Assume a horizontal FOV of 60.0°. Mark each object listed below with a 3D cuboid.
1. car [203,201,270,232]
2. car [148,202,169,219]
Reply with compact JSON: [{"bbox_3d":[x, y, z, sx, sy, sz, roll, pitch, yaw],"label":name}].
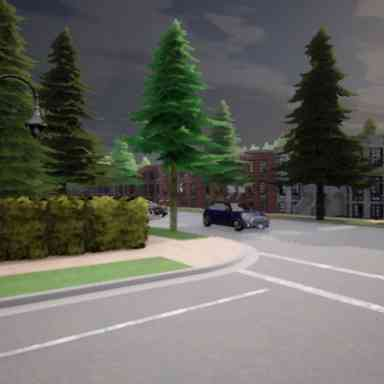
[{"bbox_3d":[2.649,1.374,20.657,2.097,1.767,4.553,0,0,-34],"label":"car"},{"bbox_3d":[-4.153,1.568,30.073,2.033,1.411,5.357,0,0,-36],"label":"car"}]
